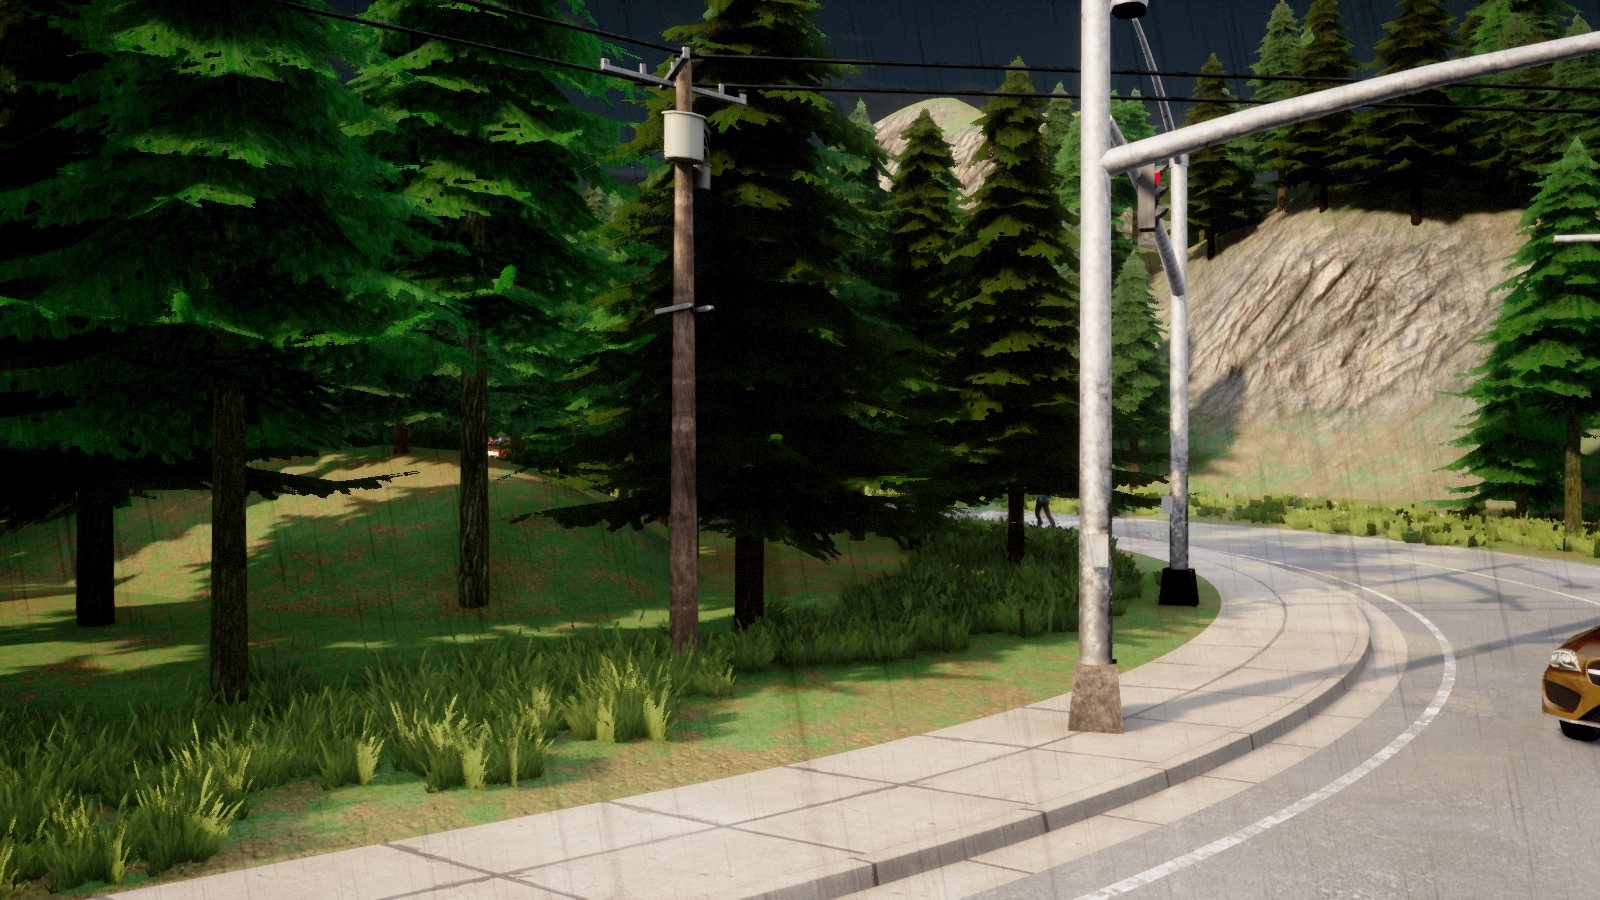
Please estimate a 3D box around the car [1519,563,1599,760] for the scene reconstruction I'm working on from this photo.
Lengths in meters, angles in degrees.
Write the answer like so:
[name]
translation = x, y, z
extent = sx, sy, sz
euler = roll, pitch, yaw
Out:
[car]
translation = 9.577, 1.970, 11.147
extent = 5.027, 1.651, 2.152
euler = 0, 0, -29
